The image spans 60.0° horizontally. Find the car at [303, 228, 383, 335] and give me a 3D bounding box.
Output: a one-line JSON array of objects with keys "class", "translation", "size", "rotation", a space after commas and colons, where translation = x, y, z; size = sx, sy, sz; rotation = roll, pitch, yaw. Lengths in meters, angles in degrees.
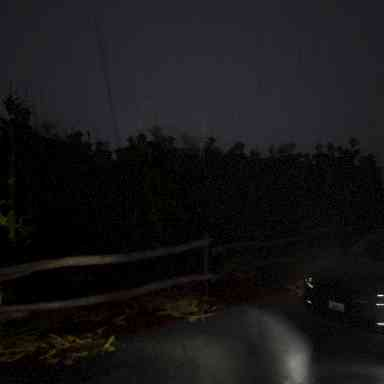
[{"class": "car", "translation": [4.232, 1.458, 6.493], "size": [5.008, 1.535, 1.882], "rotation": [0, 0, -35]}]
